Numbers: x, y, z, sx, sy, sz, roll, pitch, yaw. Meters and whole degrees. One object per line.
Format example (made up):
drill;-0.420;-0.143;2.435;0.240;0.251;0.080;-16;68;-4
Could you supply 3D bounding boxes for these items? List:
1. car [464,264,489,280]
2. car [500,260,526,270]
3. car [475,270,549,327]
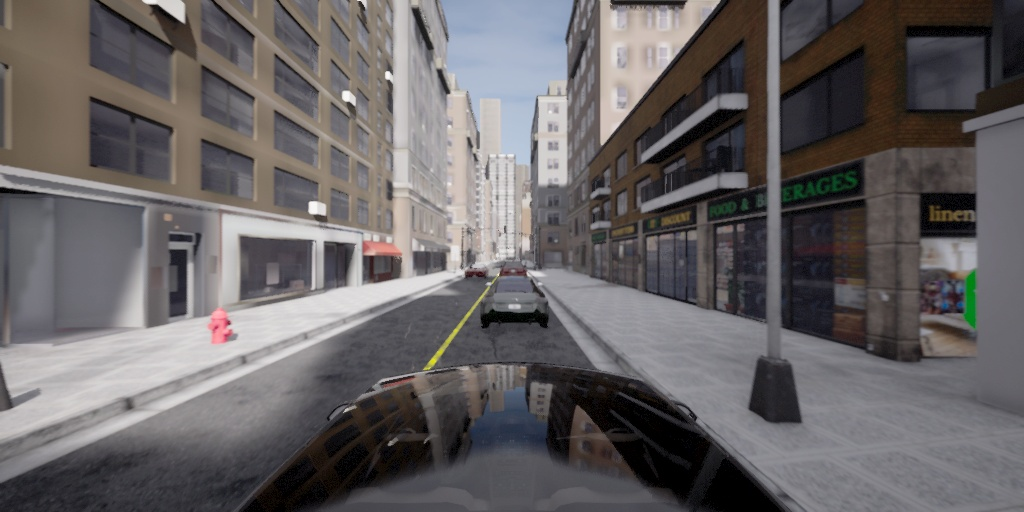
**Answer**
car;-3.096;1.394;31.957;1.895;1.301;4.718;0;0;0
car;0.087;1.143;29.145;2.097;1.767;4.553;0;0;0
car;0.082;1.332;11.639;1.994;1.385;4.181;0;0;0
